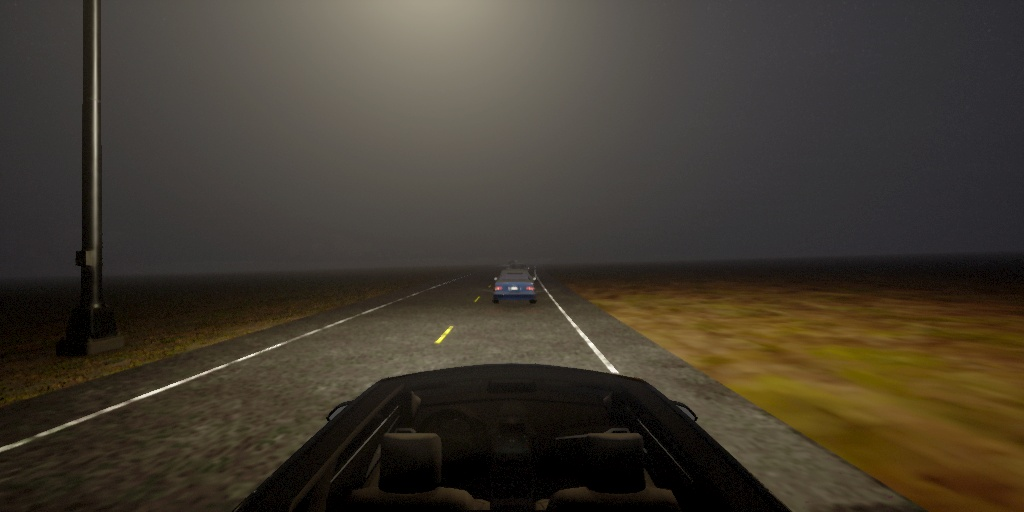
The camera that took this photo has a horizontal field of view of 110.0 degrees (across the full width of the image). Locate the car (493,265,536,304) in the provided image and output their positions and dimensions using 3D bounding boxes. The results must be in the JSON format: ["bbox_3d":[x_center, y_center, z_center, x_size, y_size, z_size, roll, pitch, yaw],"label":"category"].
[{"bbox_3d":[0.133,1.313,16.436,2.033,1.411,5.357,0,0,1],"label":"car"}]

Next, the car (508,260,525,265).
[{"bbox_3d":[0.534,1.309,31.400,2.033,1.411,5.357,0,0,2],"label":"car"}]
